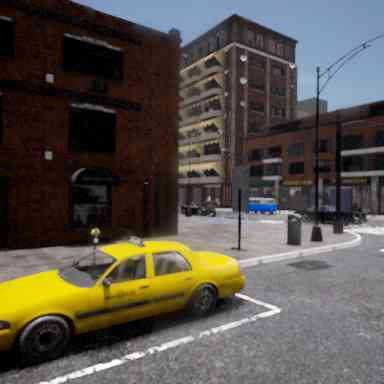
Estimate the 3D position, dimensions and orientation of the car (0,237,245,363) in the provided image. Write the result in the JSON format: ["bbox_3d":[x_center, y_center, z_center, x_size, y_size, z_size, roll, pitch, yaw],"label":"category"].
[{"bbox_3d":[-1.213,1.518,5.849,4.829,1.417,1.752,0,1,-36],"label":"car"}]

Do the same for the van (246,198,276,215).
[{"bbox_3d":[7.444,1.562,36.941,1.690,1.788,3.998,0,-1,-35],"label":"van"}]

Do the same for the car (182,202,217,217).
[{"bbox_3d":[0.556,1.666,32.167,1.947,1.339,4.313,0,-1,-35],"label":"car"}]

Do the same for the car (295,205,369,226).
[{"bbox_3d":[9.791,1.623,23.580,1.895,1.301,4.718,1,-1,-35],"label":"car"}]
